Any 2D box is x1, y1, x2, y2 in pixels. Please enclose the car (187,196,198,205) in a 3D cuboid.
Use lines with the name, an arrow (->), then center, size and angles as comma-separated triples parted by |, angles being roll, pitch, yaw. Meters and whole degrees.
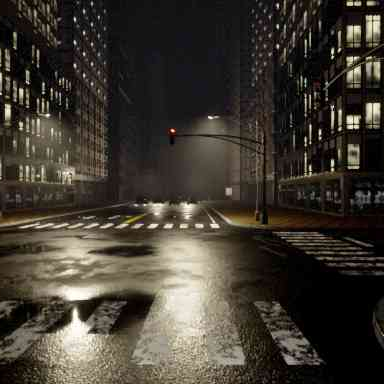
car -> 0.085, 1.649, 60.179 | 2.033, 1.411, 5.357 | 0, 0, 0

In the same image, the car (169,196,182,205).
car -> -3.166, 1.647, 59.766 | 2.033, 1.411, 5.357 | 0, 0, 0

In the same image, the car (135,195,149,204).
car -> -9.659, 1.469, 64.391 | 2.097, 1.767, 4.553 | 0, 0, 0

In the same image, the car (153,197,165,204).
car -> -6.410, 1.680, 64.356 | 1.994, 1.385, 4.181 | 0, 0, 0

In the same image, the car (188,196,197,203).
car -> 0.100, 1.584, 70.627 | 1.895, 1.301, 4.718 | 0, 0, 0

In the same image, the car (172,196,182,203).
car -> -3.151, 1.523, 70.185 | 1.994, 1.385, 4.181 | 0, 0, 0
